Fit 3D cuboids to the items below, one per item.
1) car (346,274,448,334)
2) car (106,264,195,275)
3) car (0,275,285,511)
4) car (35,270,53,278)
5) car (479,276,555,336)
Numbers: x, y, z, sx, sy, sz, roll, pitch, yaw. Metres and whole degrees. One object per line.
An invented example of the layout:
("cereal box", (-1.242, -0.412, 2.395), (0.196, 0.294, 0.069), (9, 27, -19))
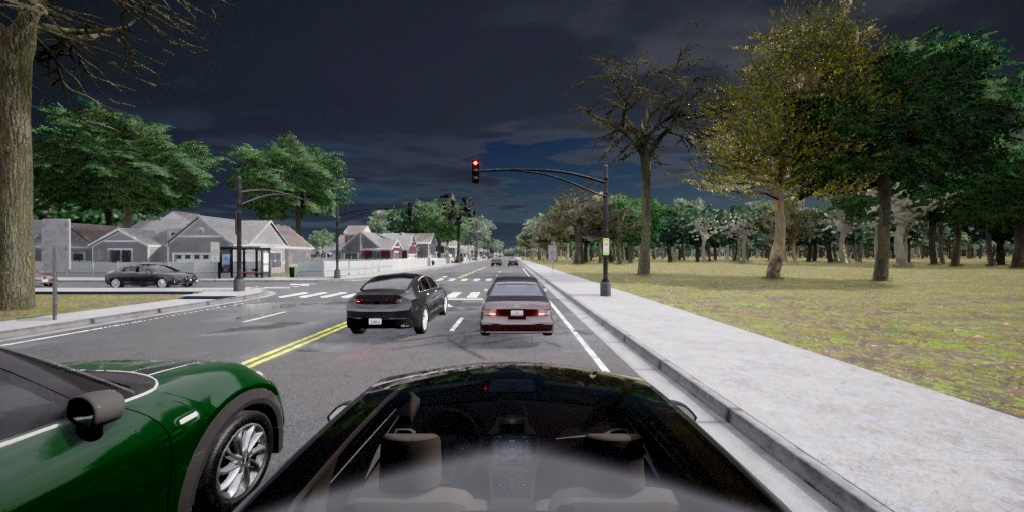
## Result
("car", (-3.143, 1.254, 10.643), (1.837, 1.490, 4.892), (0, 0, 0))
("car", (-22.909, 1.285, 22.879), (4.892, 1.490, 1.837), (0, 0, 0))
("car", (-3.148, 1.102, 1.446), (2.097, 1.767, 4.553), (0, 0, 0))
("car", (-32.197, 1.322, 22.956), (4.674, 1.442, 1.812), (0, 0, 0))
("car", (0.114, 1.297, 10.392), (2.033, 1.411, 5.357), (0, 0, 0))
